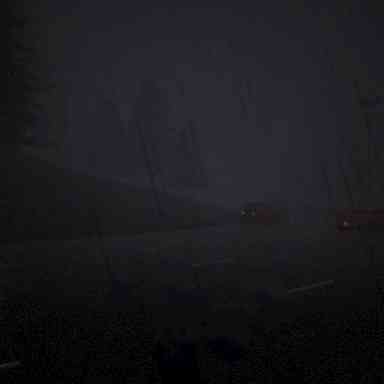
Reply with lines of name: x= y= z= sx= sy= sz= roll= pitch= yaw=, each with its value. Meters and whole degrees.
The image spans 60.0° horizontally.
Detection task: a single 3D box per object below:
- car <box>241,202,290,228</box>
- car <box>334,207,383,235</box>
car: x=5.282 y=1.477 z=23.540 sx=2.097 sy=1.767 sz=4.553 roll=0 pitch=0 yaw=36
car: x=10.529 y=1.618 z=19.857 sx=5.008 sy=1.535 sz=1.882 roll=0 pitch=0 yaw=-36
